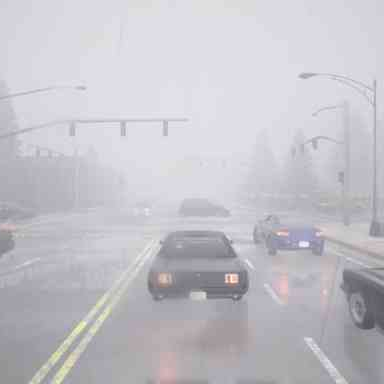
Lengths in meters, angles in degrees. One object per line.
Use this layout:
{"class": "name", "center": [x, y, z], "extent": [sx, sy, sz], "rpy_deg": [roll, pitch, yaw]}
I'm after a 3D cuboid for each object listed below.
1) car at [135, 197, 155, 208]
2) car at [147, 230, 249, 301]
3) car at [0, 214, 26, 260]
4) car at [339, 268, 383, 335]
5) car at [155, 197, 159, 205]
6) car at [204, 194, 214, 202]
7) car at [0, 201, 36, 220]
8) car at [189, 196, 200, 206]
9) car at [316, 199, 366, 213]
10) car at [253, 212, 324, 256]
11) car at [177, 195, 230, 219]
{"class": "car", "center": [-6.872, 1.526, 47.371], "extent": [1.812, 1.442, 4.674], "rpy_deg": [0, 0, 0]}
{"class": "car", "center": [0.103, 1.601, 8.281], "extent": [1.895, 1.301, 4.718], "rpy_deg": [0, 0, 0]}
{"class": "car", "center": [-6.951, 1.547, 8.945], "extent": [2.033, 1.411, 5.357], "rpy_deg": [0, 0, 2]}
{"class": "car", "center": [3.615, 1.601, 3.968], "extent": [1.895, 1.301, 4.718], "rpy_deg": [0, 0, 0]}
{"class": "car", "center": [-6.815, 1.564, 57.395], "extent": [1.994, 1.385, 4.181], "rpy_deg": [0, 0, 0]}
{"class": "car", "center": [3.864, 1.355, 74.956], "extent": [2.097, 1.767, 4.553], "rpy_deg": [0, 0, 0]}
{"class": "car", "center": [-14.755, 1.504, 25.928], "extent": [4.892, 1.490, 1.837], "rpy_deg": [0, 0, 0]}
{"class": "car", "center": [0.378, 1.505, 57.597], "extent": [1.837, 1.490, 4.892], "rpy_deg": [0, 0, 0]}
{"class": "car", "center": [16.095, 1.478, 36.046], "extent": [5.008, 1.535, 1.882], "rpy_deg": [0, 0, 0]}
{"class": "car", "center": [3.643, 1.526, 13.071], "extent": [1.812, 1.442, 4.674], "rpy_deg": [0, 0, 0]}
{"class": "car", "center": [1.014, 1.352, 29.072], "extent": [4.553, 1.767, 2.097], "rpy_deg": [0, 0, 2]}
